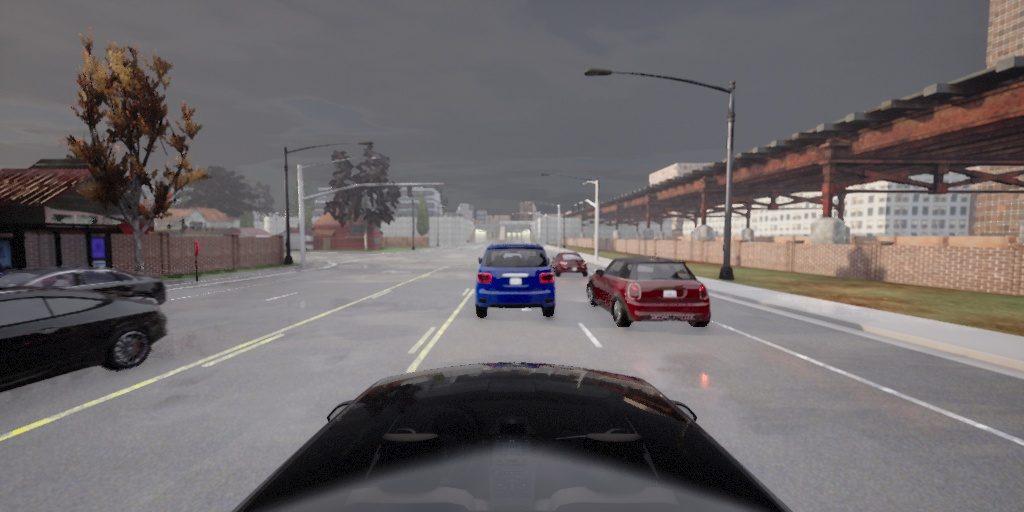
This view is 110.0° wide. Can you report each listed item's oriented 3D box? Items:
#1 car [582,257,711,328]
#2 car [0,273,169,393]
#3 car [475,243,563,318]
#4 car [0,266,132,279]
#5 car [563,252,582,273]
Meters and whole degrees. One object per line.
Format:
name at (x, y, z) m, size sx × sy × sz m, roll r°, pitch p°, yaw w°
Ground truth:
car at (3.573, 0.790, 10.227) m, size 2.097 × 1.767 × 4.553 m, roll 0°, pitch 2°, yaw 0°
car at (-7.106, 1.180, 4.555) m, size 1.812 × 1.442 × 4.674 m, roll 0°, pitch 2°, yaw 0°
car at (0.072, 0.614, 11.444) m, size 2.150 × 2.045 × 5.566 m, roll 0°, pitch 2°, yaw 0°
car at (-10.617, 1.022, 8.012) m, size 2.128 × 1.511 × 4.902 m, roll 0°, pitch 2°, yaw 0°
car at (3.535, 0.458, 22.603) m, size 1.812 × 1.442 × 4.674 m, roll 0°, pitch 2°, yaw 0°
